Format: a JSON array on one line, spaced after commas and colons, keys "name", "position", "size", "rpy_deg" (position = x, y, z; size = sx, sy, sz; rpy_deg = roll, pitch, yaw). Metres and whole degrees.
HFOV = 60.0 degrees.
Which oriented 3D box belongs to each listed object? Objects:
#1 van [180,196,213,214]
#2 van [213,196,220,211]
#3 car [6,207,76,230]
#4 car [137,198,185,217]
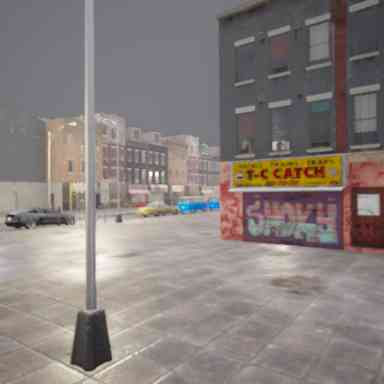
[{"name": "van", "position": [0.168, 1.380, 35.484], "size": [1.690, 1.788, 3.998], "rpy_deg": [-1, 0, 36]}, {"name": "van", "position": [3.464, 1.365, 40.086], "size": [1.690, 1.788, 3.998], "rpy_deg": [-1, 0, 36]}, {"name": "car", "position": [-9.717, 1.654, 21.678], "size": [1.947, 1.339, 4.313], "rpy_deg": [-1, 0, 36]}, {"name": "car", "position": [-3.027, 1.580, 31.020], "size": [1.752, 1.417, 4.829], "rpy_deg": [-1, 0, 36]}]
